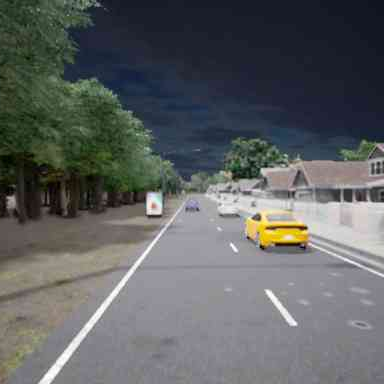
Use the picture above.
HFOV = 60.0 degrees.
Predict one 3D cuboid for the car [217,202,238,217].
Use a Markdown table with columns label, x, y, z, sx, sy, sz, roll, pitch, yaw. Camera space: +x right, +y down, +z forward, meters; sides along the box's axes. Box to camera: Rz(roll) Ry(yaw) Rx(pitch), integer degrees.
| label | x | y | z | sx | sy | sz | roll | pitch | yaw |
| --- | --- | --- | --- | --- | --- | --- | --- | --- | --- |
| car | 3.590 | 1.716 | 33.825 | 1.812 | 1.442 | 4.674 | 0 | 0 | 0 |

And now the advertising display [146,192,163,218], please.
| label | x | y | z | sx | sy | sz | roll | pitch | yaw |
| --- | --- | --- | --- | --- | --- | --- | --- | --- | --- |
| advertising display | -3.520 | 1.201 | 31.100 | 1.540 | 2.440 | 0.280 | -1 | 0 | 0 |

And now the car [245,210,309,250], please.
| label | x | y | z | sx | sy | sz | roll | pitch | yaw |
| --- | --- | --- | --- | --- | --- | --- | --- | --- | --- |
| car | 3.595 | 1.558 | 14.850 | 1.882 | 1.535 | 5.008 | 0 | 0 | 0 |

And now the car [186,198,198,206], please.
| label | x | y | z | sx | sy | sz | roll | pitch | yaw |
| --- | --- | --- | --- | --- | --- | --- | --- | --- | --- |
| car | -0.018 | 1.843 | 60.554 | 1.994 | 1.385 | 4.181 | 0 | 0 | 0 |

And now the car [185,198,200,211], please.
| label | x | y | z | sx | sy | sz | roll | pitch | yaw |
| --- | --- | --- | --- | --- | --- | --- | --- | --- | --- |
| car | 0.054 | 1.792 | 45.318 | 2.033 | 1.411 | 5.357 | 0 | 0 | 0 |
